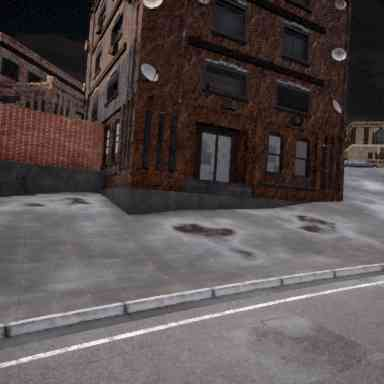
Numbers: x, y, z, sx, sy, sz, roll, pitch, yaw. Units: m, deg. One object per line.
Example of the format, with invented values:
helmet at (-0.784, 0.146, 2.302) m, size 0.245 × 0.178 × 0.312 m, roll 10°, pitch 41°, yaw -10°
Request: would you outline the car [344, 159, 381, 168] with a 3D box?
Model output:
car at (21.205, -3.297, 41.902) m, size 4.553 × 1.767 × 2.185 m, roll 2°, pitch -3°, yaw 15°
